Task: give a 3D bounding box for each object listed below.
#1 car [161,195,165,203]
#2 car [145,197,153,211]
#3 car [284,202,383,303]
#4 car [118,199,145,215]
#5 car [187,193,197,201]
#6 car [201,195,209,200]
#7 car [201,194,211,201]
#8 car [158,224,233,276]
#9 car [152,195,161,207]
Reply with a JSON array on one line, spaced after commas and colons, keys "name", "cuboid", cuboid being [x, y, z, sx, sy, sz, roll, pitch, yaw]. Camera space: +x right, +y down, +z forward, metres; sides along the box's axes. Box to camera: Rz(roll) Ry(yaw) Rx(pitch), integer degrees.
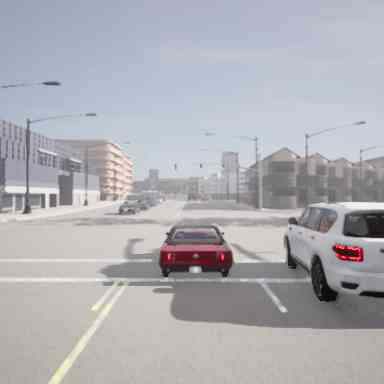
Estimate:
[{"name": "car", "cuboid": [-7.005, 1.707, 66.715, 1.895, 1.301, 4.718, 0, 1, 0]}, {"name": "car", "cuboid": [-7.090, 1.855, 47.299, 1.812, 1.442, 4.674, 0, 0, 0]}, {"name": "car", "cuboid": [3.805, 1.254, 8.324, 2.150, 2.045, 5.566, 0, 0, 5]}, {"name": "car", "cuboid": [-7.100, 1.781, 38.044, 2.128, 1.511, 4.902, 0, 0, 0]}, {"name": "car", "cuboid": [-0.005, 1.263, 80.888, 2.150, 2.045, 5.566, 0, -1, 0]}, {"name": "car", "cuboid": [3.494, 1.510, 91.286, 1.882, 1.535, 5.008, 0, -2, 0]}, {"name": "car", "cuboid": [3.494, 1.400, 81.242, 2.097, 1.767, 4.553, 0, -1, 0]}, {"name": "car", "cuboid": [0.094, 1.650, 10.477, 1.895, 1.301, 4.718, 0, 0, 0]}, {"name": "car", "cuboid": [-7.047, 1.615, 56.557, 2.097, 1.767, 4.553, 0, 1, 1]}]
